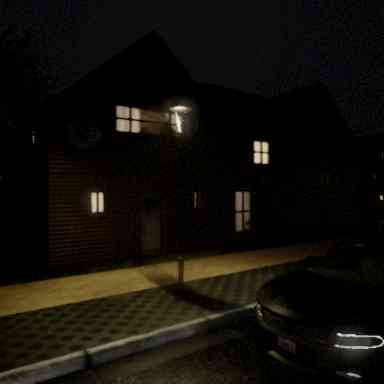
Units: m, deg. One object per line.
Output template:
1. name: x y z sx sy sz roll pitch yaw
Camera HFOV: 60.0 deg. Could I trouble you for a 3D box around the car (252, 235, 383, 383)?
1. car: 3.132 1.476 5.286 5.008 1.535 1.882 0 0 -35
